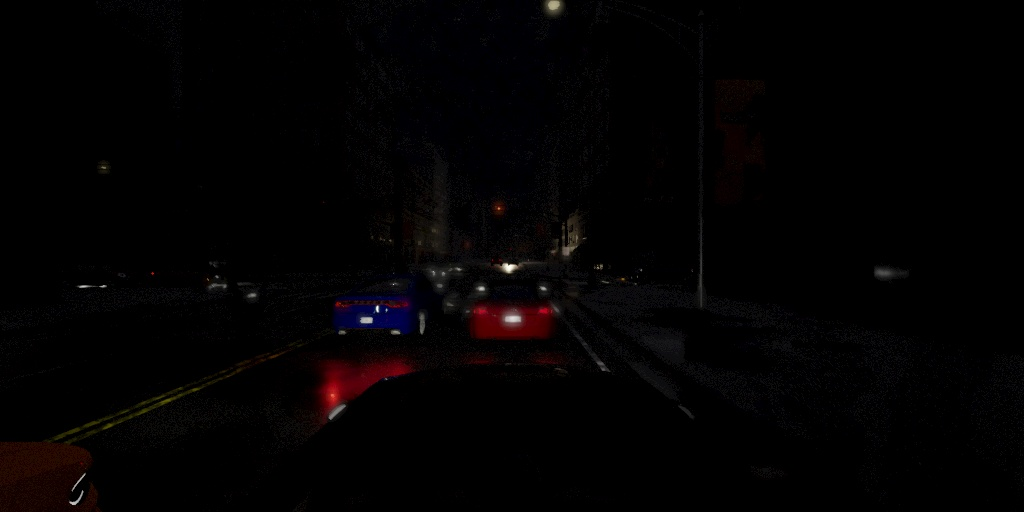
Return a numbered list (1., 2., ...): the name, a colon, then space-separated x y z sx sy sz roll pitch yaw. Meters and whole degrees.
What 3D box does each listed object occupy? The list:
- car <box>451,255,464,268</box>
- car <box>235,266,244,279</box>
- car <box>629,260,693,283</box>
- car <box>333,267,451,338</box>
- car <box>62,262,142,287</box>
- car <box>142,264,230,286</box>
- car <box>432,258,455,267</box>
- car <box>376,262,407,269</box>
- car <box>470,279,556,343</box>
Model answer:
1. car: -9.627 0.954 62.282 2.150 2.045 5.566 0 1 1
2. car: -25.283 1.330 30.524 4.313 1.339 1.948 0 0 0
3. car: 11.631 1.140 28.061 4.553 1.767 2.097 0 0 2
4. car: -3.121 1.228 10.176 1.882 1.535 5.008 0 0 0
5. car: -25.351 1.172 22.500 4.097 1.591 1.967 0 0 0
6. car: -22.523 1.307 25.018 4.181 1.385 1.994 0 0 1
7. car: -9.692 1.294 49.469 2.033 1.411 5.357 0 0 0
8. car: -9.761 1.274 29.390 1.837 1.490 4.892 0 -1 0
9. car: 0.029 1.314 9.648 1.994 1.385 4.181 0 0 0
